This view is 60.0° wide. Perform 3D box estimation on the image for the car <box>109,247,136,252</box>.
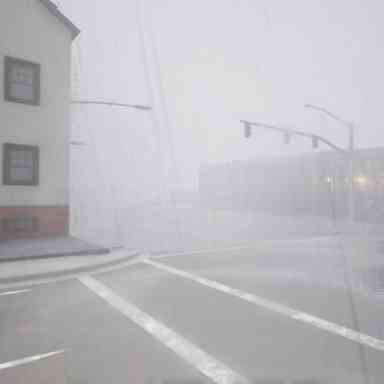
[{"bbox_3d":[-7.024,5.824,31.343,1.895,1.301,4.718,0,-13,-36],"label":"car"}]
